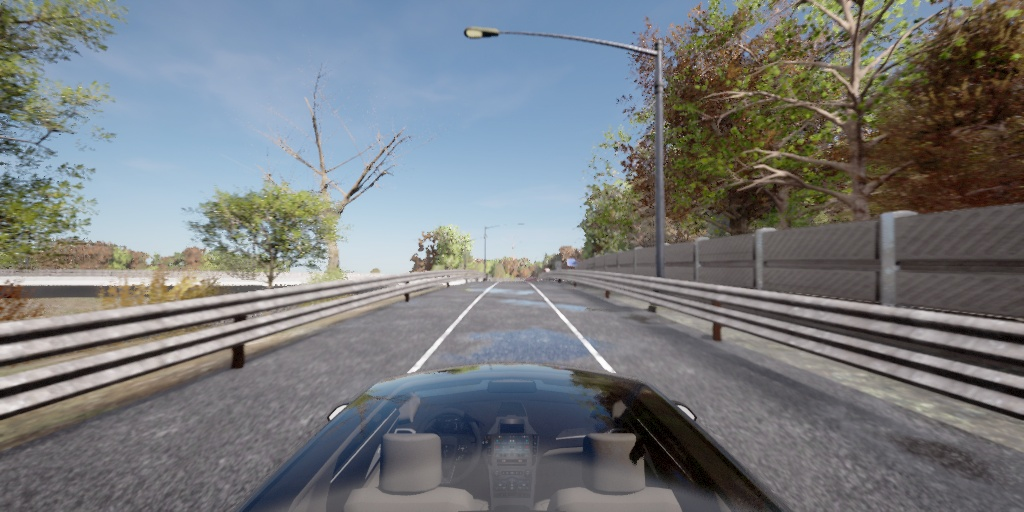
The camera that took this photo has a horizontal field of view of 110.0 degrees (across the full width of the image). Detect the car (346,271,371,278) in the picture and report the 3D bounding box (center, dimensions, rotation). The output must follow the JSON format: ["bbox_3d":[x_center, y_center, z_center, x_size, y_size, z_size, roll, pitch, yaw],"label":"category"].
[{"bbox_3d":[-25.645,3.263,59.645,4.553,1.767,2.097,3,-5,-35],"label":"car"}]
